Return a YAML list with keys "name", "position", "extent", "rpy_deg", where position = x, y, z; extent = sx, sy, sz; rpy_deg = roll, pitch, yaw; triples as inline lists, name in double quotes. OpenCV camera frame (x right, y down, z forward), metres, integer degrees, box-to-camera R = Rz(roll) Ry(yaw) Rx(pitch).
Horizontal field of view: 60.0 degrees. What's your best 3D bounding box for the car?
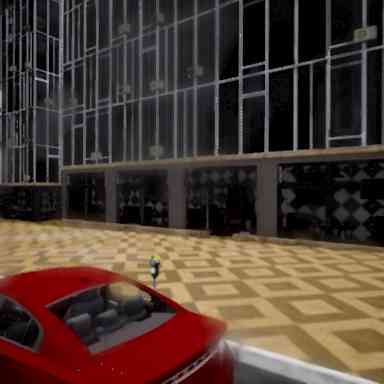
- name: "car"
  position: [-1.706, 1.577, 3.886]
  extent: [4.507, 1.381, 1.887]
  rpy_deg: [-1, 0, 36]
